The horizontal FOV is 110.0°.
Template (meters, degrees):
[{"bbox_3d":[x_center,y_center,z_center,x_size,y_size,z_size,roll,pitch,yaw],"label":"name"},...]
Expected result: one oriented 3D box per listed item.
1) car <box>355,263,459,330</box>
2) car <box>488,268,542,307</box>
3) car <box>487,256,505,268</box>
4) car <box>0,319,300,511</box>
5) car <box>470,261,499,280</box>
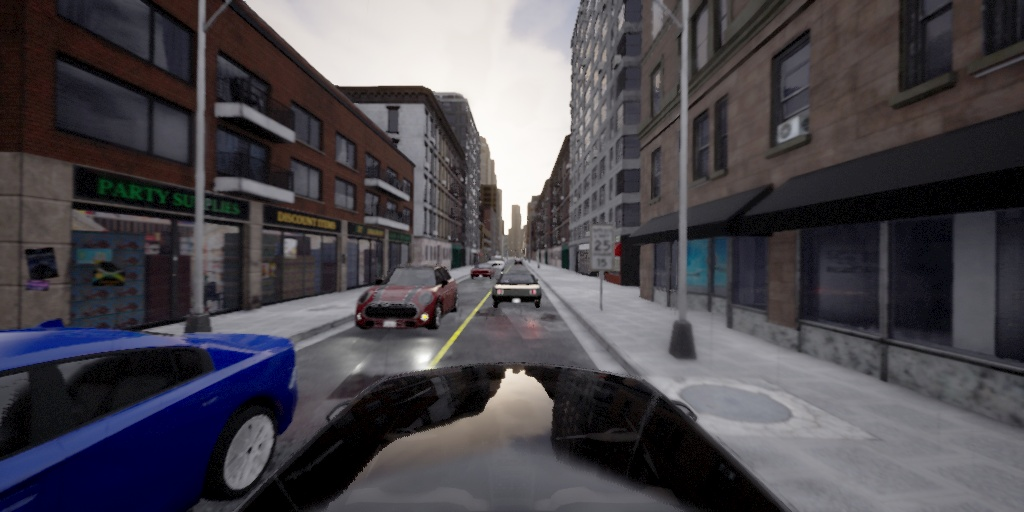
[{"bbox_3d":[-2.961,1.079,11.045,2.097,1.767,4.553,1,0,1],"label":"car"},{"bbox_3d":[0.215,1.365,15.477,1.895,1.301,4.718,1,0,1],"label":"car"},{"bbox_3d":[-2.163,1.067,48.728,2.150,2.045,5.566,1,0,1],"label":"car"},{"bbox_3d":[-3.141,1.194,1.591,1.882,1.535,5.008,1,0,1],"label":"car"},{"bbox_3d":[-2.524,1.349,31.708,1.895,1.301,4.718,1,0,2],"label":"car"}]
